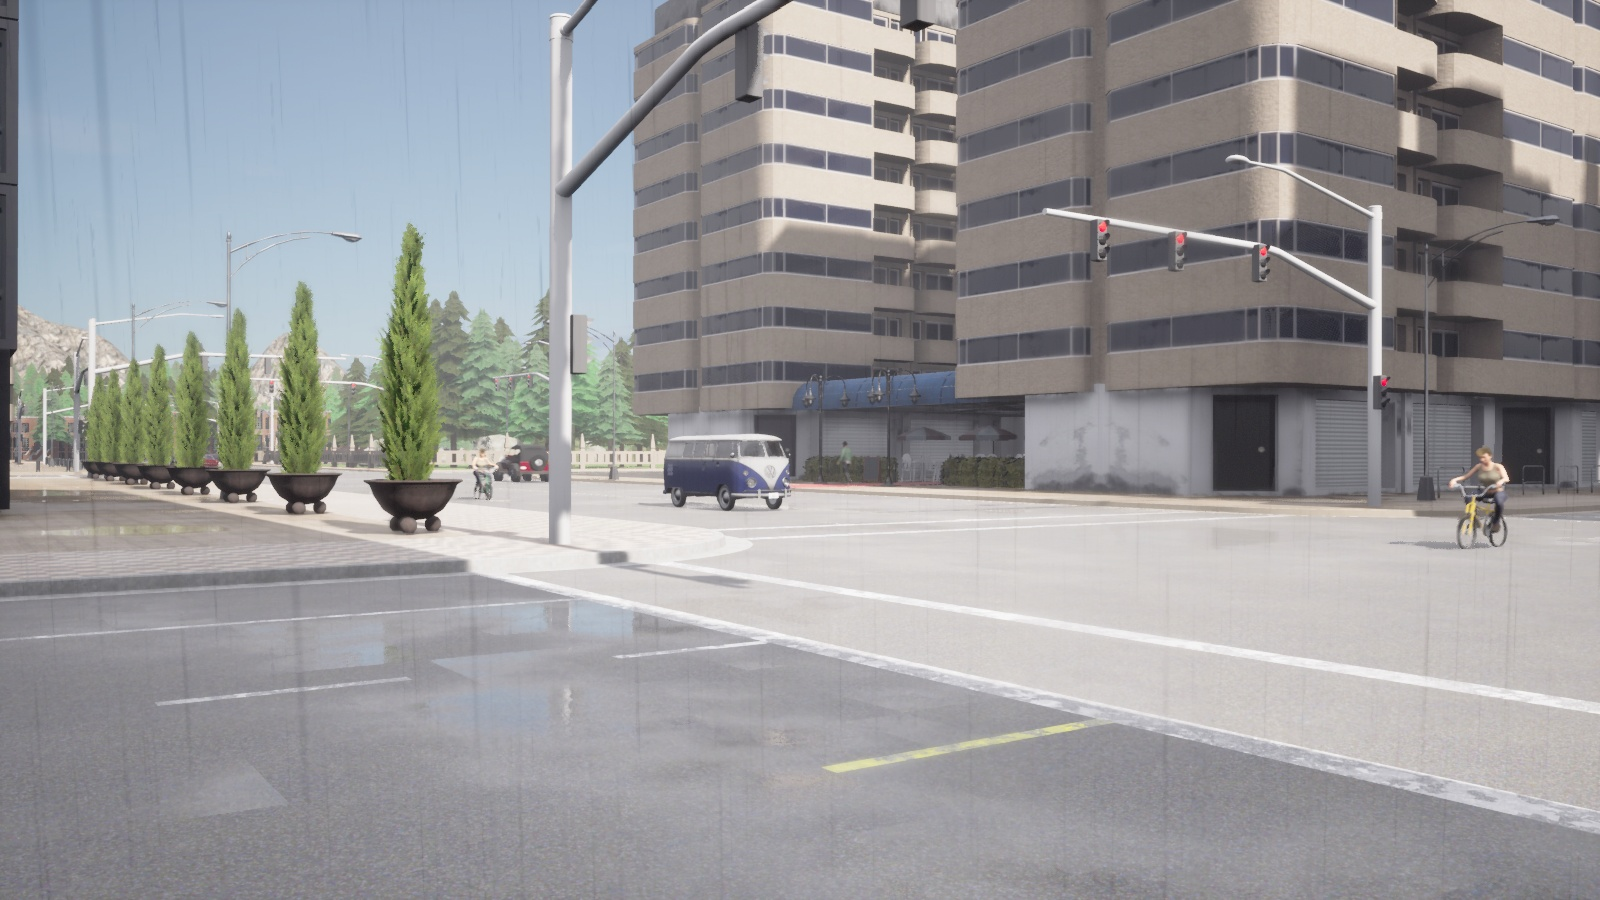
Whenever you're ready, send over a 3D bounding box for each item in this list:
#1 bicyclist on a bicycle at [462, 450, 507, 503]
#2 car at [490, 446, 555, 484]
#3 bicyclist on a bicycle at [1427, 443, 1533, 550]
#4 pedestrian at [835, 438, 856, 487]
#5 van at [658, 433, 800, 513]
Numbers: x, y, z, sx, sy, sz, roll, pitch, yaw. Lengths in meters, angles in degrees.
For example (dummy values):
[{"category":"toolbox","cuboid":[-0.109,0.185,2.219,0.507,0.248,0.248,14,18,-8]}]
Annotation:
[{"category":"bicyclist on a bicycle","cuboid":[-9.775,0.797,38.887,0.866,1.612,1.509,0,0,-35]},{"category":"car","cuboid":[-14.126,0.727,63.735,1.905,1.878,3.866,0,0,-35]},{"category":"bicyclist on a bicycle","cuboid":[10.687,0.707,19.737,1.509,1.612,0.866,0,0,-35]},{"category":"pedestrian","cuboid":[1.841,0.487,50.568,0.423,1.949,0.788,0,0,-37]},{"category":"van","cuboid":[-1.986,0.584,33.753,1.775,1.987,4.442,0,0,-35]}]
